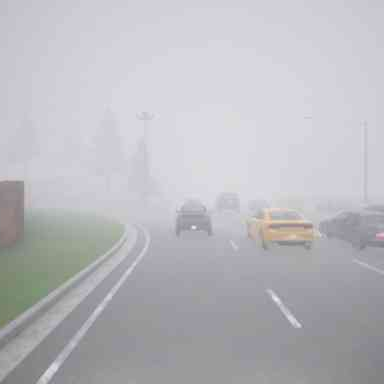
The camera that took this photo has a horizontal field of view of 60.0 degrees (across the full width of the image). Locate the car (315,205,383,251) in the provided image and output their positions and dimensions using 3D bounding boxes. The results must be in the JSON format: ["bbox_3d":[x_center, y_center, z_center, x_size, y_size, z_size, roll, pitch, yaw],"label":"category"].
[{"bbox_3d":[7.091,1.495,13.864,2.033,1.411,5.357,0,0,0],"label":"car"}]

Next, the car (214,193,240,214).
[{"bbox_3d":[3.578,1.092,34.184,2.150,2.045,5.566,0,0,0],"label":"car"}]

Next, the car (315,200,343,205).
[{"bbox_3d":[14.077,1.473,33.478,1.895,1.301,4.718,0,0,0],"label":"car"}]

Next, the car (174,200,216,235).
[{"bbox_3d":[0.088,1.435,18.393,1.837,1.490,4.892,0,0,0],"label":"car"}]

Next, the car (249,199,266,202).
[{"bbox_3d":[7.076,1.429,35.518,1.994,1.385,4.181,0,0,0],"label":"car"}]

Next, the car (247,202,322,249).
[{"bbox_3d":[3.590,1.423,14.303,1.882,1.535,5.008,0,0,0],"label":"car"}]

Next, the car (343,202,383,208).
[{"bbox_3d":[10.588,1.407,18.380,1.882,1.535,5.008,0,0,0],"label":"car"}]

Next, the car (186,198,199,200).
[{"bbox_3d":[0.078,1.372,35.052,1.837,1.490,4.892,0,0,0],"label":"car"}]

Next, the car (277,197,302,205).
[{"bbox_3d":[10.577,1.339,36.577,1.882,1.535,5.008,0,0,0],"label":"car"}]
